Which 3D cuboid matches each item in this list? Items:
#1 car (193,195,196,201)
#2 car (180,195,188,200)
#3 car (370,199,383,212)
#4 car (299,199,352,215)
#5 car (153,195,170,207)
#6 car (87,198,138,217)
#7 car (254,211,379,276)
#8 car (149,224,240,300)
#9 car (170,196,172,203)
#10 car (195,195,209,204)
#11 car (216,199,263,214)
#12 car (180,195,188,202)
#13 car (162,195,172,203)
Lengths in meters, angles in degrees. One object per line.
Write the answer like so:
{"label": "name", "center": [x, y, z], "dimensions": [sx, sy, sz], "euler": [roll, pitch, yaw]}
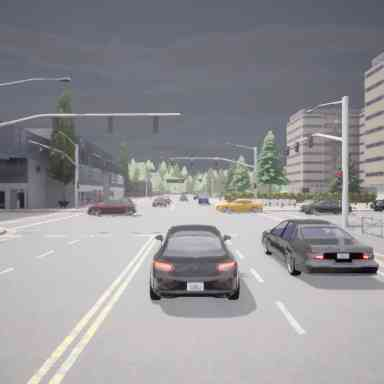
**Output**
{"label": "car", "center": [1.316, 1.500, 88.874], "dimensions": [1.837, 1.490, 4.892], "euler": [0, 0, -1]}
{"label": "car", "center": [-2.183, 1.467, 88.802], "dimensions": [1.994, 1.385, 4.181], "euler": [0, 0, -1]}
{"label": "car", "center": [22.515, 1.221, 36.206], "dimensions": [5.566, 2.045, 2.150], "euler": [0, 0, -2]}
{"label": "car", "center": [12.993, 1.505, 32.430], "dimensions": [4.892, 1.490, 1.837], "euler": [0, 0, -2]}
{"label": "car", "center": [-4.780, 1.564, 50.292], "dimensions": [1.994, 1.385, 4.181], "euler": [0, 0, -2]}
{"label": "car", "center": [-7.425, 1.352, 31.254], "dimensions": [4.553, 1.767, 2.097], "euler": [0, 0, -3]}
{"label": "car", "center": [3.534, 1.547, 10.304], "dimensions": [2.033, 1.411, 5.357], "euler": [0, 0, 0]}
{"label": "car", "center": [0.037, 1.526, 8.247], "dimensions": [1.812, 1.442, 4.674], "euler": [0, 0, -1]}
{"label": "car", "center": [-5.018, 1.564, 60.269], "dimensions": [1.994, 1.385, 4.181], "euler": [0, 0, -2]}
{"label": "car", "center": [2.099, 1.477, 61.546], "dimensions": [1.882, 1.535, 5.008], "euler": [0, 0, -1]}
{"label": "car", "center": [5.093, 1.477, 35.604], "dimensions": [5.008, 1.535, 1.882], "euler": [0, 0, -3]}
{"label": "car", "center": [-1.910, 1.533, 78.167], "dimensions": [2.033, 1.411, 5.357], "euler": [0, 0, -1]}
{"label": "car", "center": [-5.217, 1.478, 70.600], "dimensions": [1.882, 1.535, 5.008], "euler": [0, 0, -1]}
